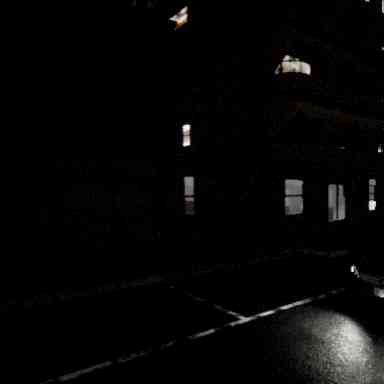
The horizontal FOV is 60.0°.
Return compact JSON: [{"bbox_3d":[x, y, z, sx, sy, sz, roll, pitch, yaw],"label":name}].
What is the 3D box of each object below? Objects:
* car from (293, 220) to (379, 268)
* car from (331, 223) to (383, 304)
[{"bbox_3d":[4.862,1.519,10.029,4.206,1.307,1.802,0,0,-36],"label":"car"},{"bbox_3d":[5.189,1.472,7.080,4.674,1.442,1.812,0,0,-35],"label":"car"}]
